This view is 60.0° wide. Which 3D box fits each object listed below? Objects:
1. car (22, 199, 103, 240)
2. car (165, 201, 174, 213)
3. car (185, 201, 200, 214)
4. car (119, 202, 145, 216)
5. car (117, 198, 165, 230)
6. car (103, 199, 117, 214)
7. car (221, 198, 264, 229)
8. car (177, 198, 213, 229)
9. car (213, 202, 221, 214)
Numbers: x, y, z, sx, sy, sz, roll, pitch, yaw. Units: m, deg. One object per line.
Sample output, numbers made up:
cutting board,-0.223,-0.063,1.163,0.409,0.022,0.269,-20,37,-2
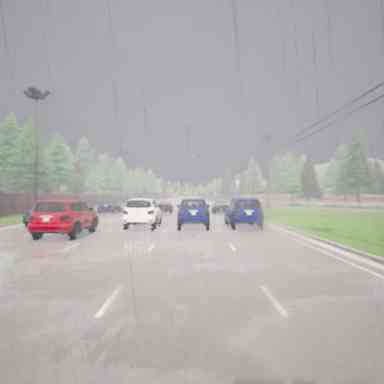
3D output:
car,-6.902,1.415,18.412,2.150,2.045,5.566,0,0,0
car,-3.442,1.927,43.273,1.882,1.535,5.008,0,0,0
car,0.054,1.968,42.620,1.812,1.442,4.674,0,0,0
car,-6.975,1.956,39.291,2.033,1.411,5.357,0,-1,1
car,-3.403,1.465,23.471,2.150,2.045,5.566,0,-1,0
car,-10.450,1.793,42.598,2.097,1.767,4.553,0,-1,0
car,3.598,1.466,23.582,2.150,2.045,5.566,0,-1,0
car,0.096,1.466,23.530,2.150,2.045,5.566,0,-1,0
car,3.554,1.969,42.658,1.812,1.442,4.674,0,0,0
